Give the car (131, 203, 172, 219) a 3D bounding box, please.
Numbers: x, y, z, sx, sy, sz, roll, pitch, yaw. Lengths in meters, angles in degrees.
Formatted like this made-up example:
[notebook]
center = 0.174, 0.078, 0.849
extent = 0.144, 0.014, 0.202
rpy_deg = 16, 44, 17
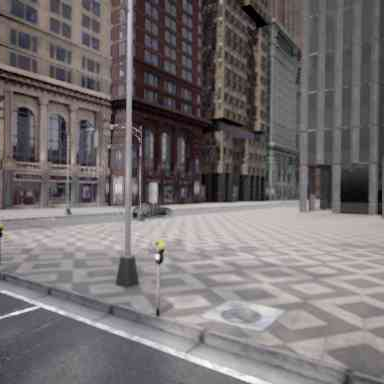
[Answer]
[car]
center = -3.735, 1.698, 31.417
extent = 1.994, 1.385, 4.181
rpy_deg = 1, 0, 35
